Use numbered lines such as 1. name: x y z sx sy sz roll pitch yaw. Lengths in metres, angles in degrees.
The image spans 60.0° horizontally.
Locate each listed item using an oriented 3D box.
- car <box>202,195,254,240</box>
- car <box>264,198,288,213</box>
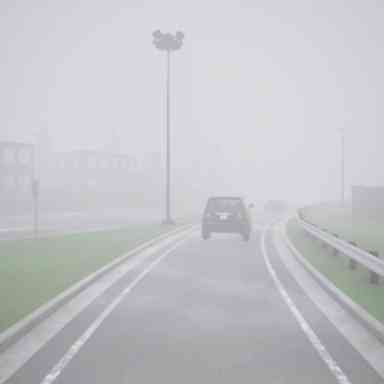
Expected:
1. car: 1.910 1.177 16.885 2.150 2.045 5.566 0 0 12
2. car: 9.243 1.398 36.350 2.128 1.511 4.902 0 0 27
